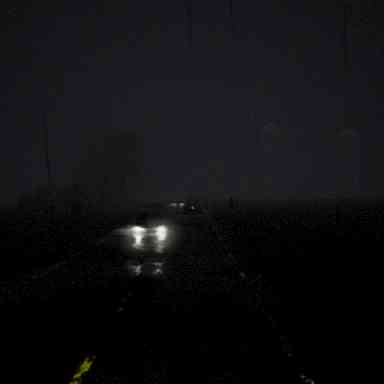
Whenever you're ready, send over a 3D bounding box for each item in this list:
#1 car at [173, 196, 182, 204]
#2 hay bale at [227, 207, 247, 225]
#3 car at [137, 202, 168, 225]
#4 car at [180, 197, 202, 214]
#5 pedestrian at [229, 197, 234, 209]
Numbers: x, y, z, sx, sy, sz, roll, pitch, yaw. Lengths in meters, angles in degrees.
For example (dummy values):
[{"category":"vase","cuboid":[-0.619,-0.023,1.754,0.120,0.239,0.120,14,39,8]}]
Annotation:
[{"category":"car","cuboid":[-2.737,1.553,66.561,1.837,1.490,4.892,0,0,0]},{"category":"hay bale","cuboid":[3.141,1.662,23.248,1.220,1.180,1.240,1,1,0]},{"category":"car","cuboid":[-2.841,1.485,24.597,1.882,1.535,5.008,0,0,0]},{"category":"car","cuboid":[0.062,1.580,35.777,1.994,1.385,4.181,0,0,0]},{"category":"pedestrian","cuboid":[2.833,1.287,24.343,0.375,1.860,0.375,-1,1,-3]}]
